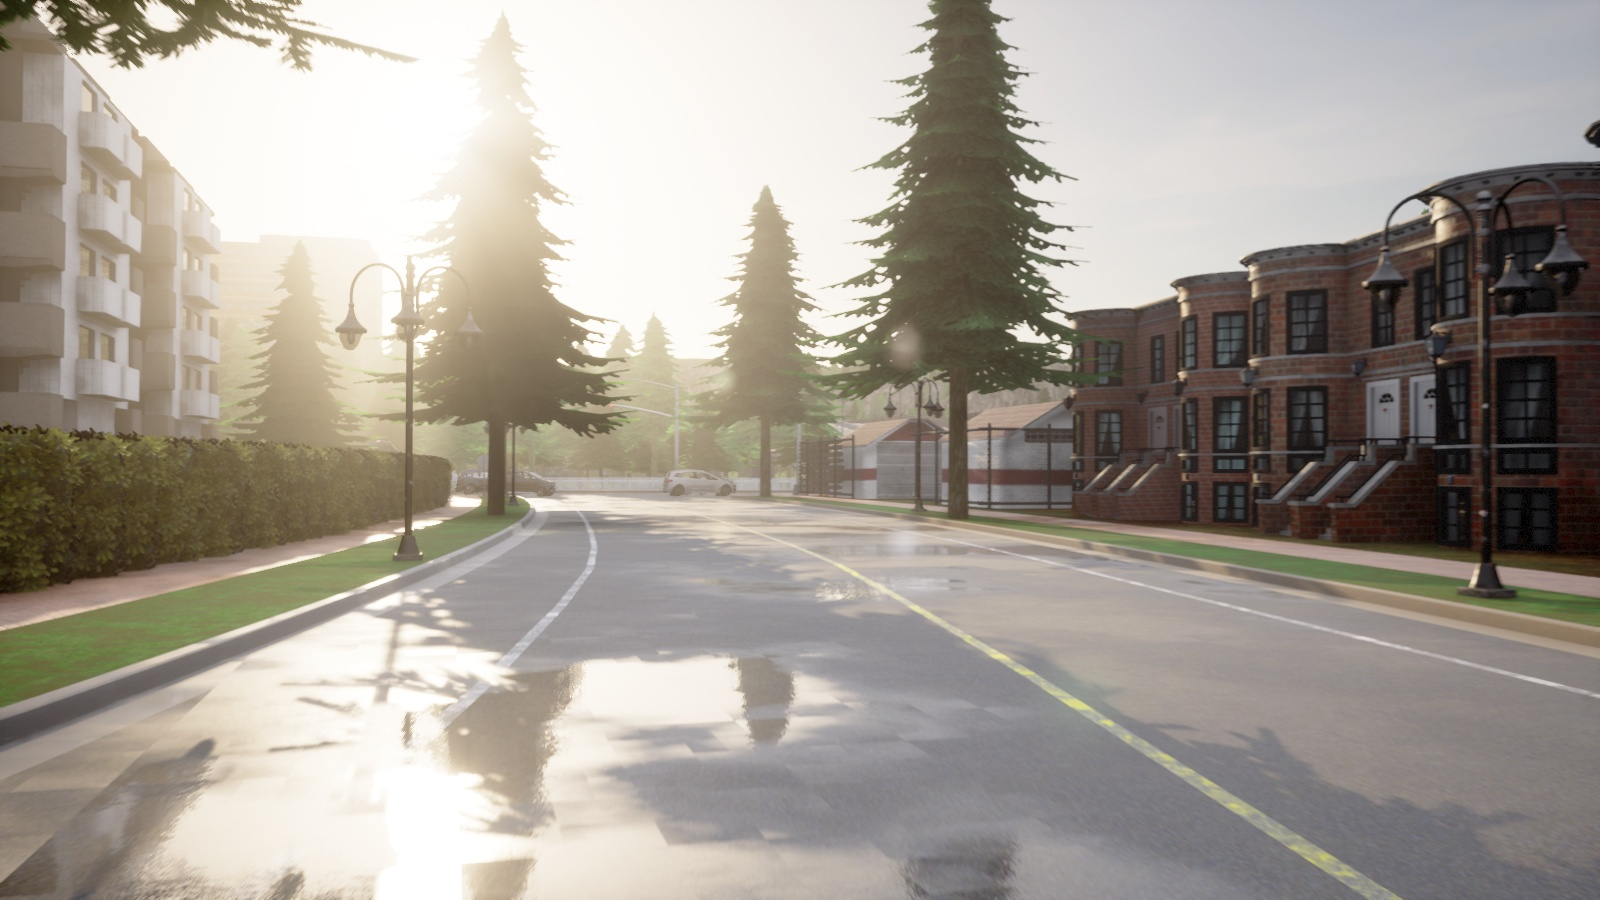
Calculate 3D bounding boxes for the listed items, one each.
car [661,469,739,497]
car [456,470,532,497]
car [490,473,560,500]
[{"bbox_3d":[-6.285,2.045,78.691,4.611,1.667,2.242,0,-1,-14],"label":"car"},{"bbox_3d":[-19.270,2.112,79.067,4.611,1.667,2.242,0,-1,-14],"label":"car"},{"bbox_3d":[-16.362,2.160,74.744,3.705,1.549,1.789,0,-1,5],"label":"car"}]
